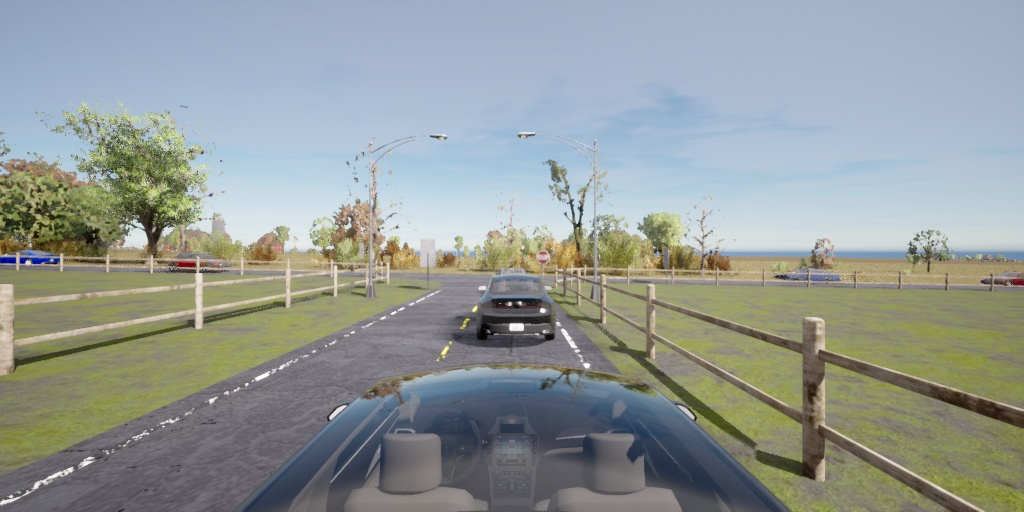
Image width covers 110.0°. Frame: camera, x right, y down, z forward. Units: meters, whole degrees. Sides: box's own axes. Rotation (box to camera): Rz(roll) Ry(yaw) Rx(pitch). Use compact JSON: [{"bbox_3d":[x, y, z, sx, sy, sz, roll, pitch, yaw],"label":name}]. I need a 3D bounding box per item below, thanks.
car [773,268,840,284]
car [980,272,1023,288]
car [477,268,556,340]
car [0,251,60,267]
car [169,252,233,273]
[{"bbox_3d":[28.803,1.922,35.067,5.357,1.411,2.033,1,1,0],"label":"car"},{"bbox_3d":[48.848,2.324,34.975,4.674,1.442,1.812,1,1,0],"label":"car"},{"bbox_3d":[0.094,1.253,9.963,1.837,1.490,4.892,0,0,0],"label":"car"},{"bbox_3d":[-47.338,0.211,35.016,5.008,1.535,1.882,1,1,1],"label":"car"},{"bbox_3d":[-27.731,0.549,32.105,4.553,1.767,2.097,1,1,0],"label":"car"}]
